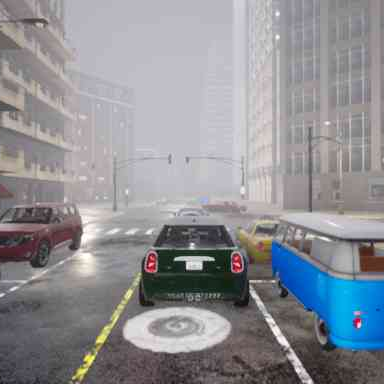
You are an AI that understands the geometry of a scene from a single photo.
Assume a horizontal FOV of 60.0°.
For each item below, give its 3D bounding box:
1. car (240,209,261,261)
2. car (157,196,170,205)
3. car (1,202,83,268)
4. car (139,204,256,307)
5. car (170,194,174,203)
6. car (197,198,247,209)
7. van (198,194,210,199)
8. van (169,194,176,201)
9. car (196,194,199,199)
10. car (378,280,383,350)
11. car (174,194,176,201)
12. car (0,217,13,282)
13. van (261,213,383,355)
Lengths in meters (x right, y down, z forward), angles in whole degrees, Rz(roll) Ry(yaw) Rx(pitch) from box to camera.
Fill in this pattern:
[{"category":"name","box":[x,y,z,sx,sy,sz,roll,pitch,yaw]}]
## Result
[{"category":"car","box":[2.549,1.526,11.633,1.752,1.417,4.829,0,0,0]},{"category":"car","box":[-5.420,1.587,60.273,1.752,1.417,4.829,0,0,0]},{"category":"car","box":[-5.329,1.316,11.442,2.192,1.841,5.009,0,0,0]},{"category":"car","box":[0.049,1.352,8.146,2.097,1.767,4.553,0,0,0]},{"category":"car","box":[-5.440,1.531,71.549,1.967,1.590,4.097,0,0,0]},{"category":"car","box":[3.157,1.599,34.112,4.718,1.301,1.895,-1,-1,40]},{"category":"van","box":[2.460,1.404,60.457,1.690,1.788,3.998,0,0,0]},{"category":"van","box":[-5.480,1.502,93.757,1.690,1.788,3.998,0,0,0]},{"category":"car","box":[2.419,1.669,82.666,1.887,1.381,4.507,0,0,0]},{"category":"car","box":[2.569,1.525,0.562,1.752,1.417,4.829,0,0,0]},{"category":"car","box":[-5.451,1.673,77.101,1.947,1.339,4.313,0,0,0]},{"category":"car","box":[-5.320,1.440,5.906,1.967,1.590,4.097,0,0,0]},{"category":"van","box":[2.561,1.341,5.926,1.690,1.788,3.998,0,0,0]}]
